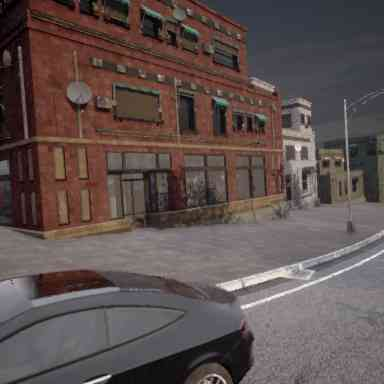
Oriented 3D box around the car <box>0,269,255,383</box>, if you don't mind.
[{"bbox_3d":[-1.428,1.527,2.909,4.674,1.442,1.812,0,0,-37],"label":"car"}]
